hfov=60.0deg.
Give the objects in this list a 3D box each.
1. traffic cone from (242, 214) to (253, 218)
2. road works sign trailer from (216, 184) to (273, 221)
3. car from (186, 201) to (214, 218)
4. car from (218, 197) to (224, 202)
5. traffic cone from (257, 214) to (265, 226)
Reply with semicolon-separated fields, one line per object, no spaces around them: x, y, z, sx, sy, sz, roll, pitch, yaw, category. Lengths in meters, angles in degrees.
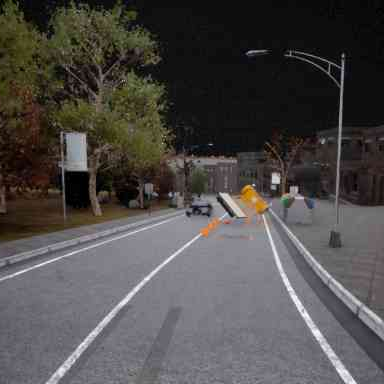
3.681;1.927;22.008;0.340;0.580;0.340;2;2;7;traffic cone
3.297;1.093;23.644;3.560;2.880;2.380;4;42;-51;road works sign trailer
0.764;1.443;28.651;1.994;1.385;4.181;1;0;11;car
6.163;1.144;64.912;2.097;1.767;4.553;0;0;2;car
4.670;1.946;21.984;0.340;0.580;0.340;1;0;20;traffic cone
